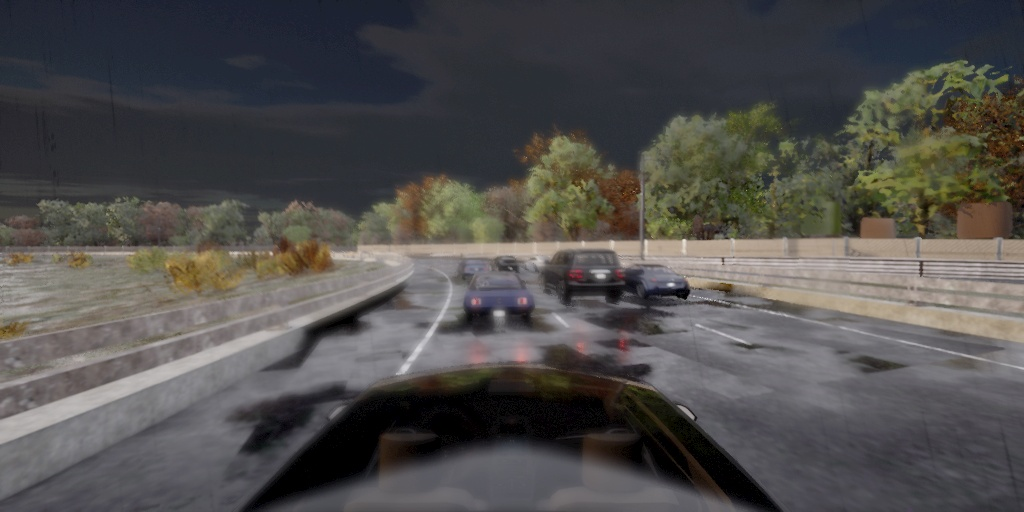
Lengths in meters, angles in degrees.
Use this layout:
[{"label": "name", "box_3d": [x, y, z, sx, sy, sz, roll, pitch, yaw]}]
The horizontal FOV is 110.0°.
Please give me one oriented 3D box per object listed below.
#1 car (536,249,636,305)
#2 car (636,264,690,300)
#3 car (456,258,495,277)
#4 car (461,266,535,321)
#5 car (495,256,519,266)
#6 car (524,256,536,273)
[{"label": "car", "box_3d": [2.676, 0.740, 14.704, 2.150, 2.045, 5.566, 0, 1, -7]}, {"label": "car", "box_3d": [5.983, 1.057, 16.013, 1.994, 1.385, 4.181, 0, 1, -7]}, {"label": "car", "box_3d": [-2.896, 0.879, 25.820, 2.033, 1.411, 5.357, 0, 1, -14]}, {"label": "car", "box_3d": [-0.515, 1.179, 11.589, 1.895, 1.301, 4.718, 0, 1, -5]}, {"label": "car", "box_3d": [-0.717, 0.736, 31.373, 1.837, 1.490, 4.892, 0, 1, -15]}, {"label": "car", "box_3d": [2.561, 0.732, 32.626, 1.812, 1.442, 4.674, 0, 1, -16]}]
